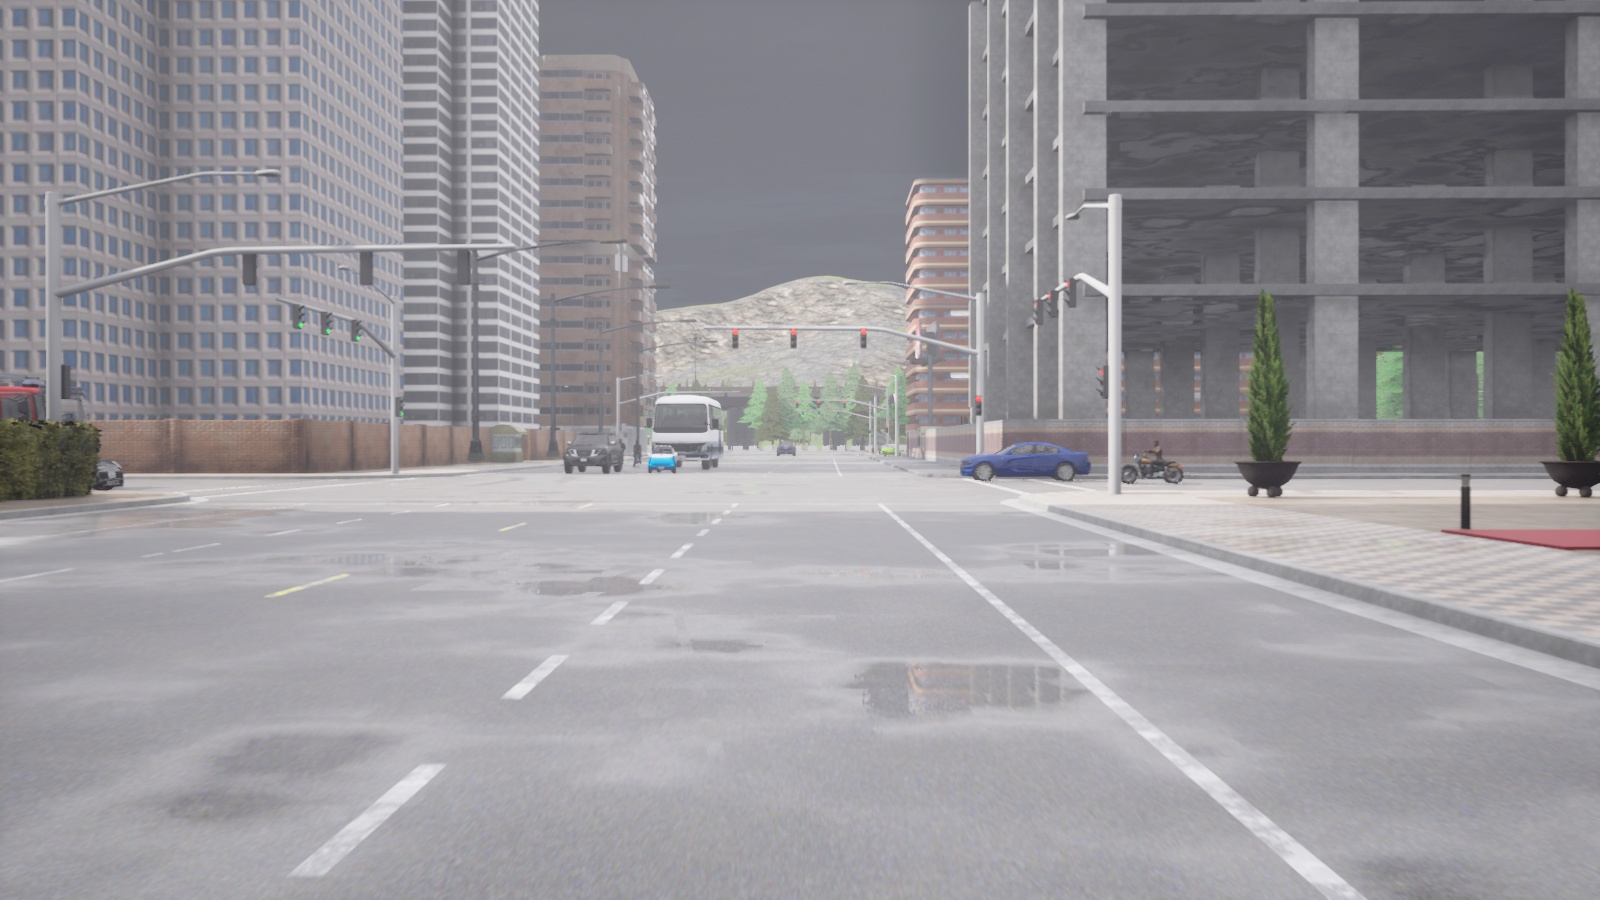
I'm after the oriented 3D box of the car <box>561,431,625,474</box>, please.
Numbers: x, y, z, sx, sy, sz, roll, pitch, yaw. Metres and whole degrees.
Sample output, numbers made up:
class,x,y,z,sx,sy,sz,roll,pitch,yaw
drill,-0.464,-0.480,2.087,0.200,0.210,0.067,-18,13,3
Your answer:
class,x,y,z,sx,sy,sz,roll,pitch,yaw
car,-10.290,0.104,62.737,2.150,2.045,5.566,0,0,1

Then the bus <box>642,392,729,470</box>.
class,x,y,z,sx,sy,sz,roll,pitch,yaw
bus,-6.556,-1.052,73.877,3.944,4.253,10.273,0,0,1

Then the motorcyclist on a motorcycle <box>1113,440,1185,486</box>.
class,x,y,z,sx,sy,sz,roll,pitch,yaw
motorcyclist on a motorcycle,12.422,0.455,44.732,2.350,1.649,0.766,0,0,1

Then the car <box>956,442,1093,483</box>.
class,x,y,z,sx,sy,sz,roll,pitch,yaw
car,8.600,0.458,48.412,5.008,1.535,1.882,0,0,4

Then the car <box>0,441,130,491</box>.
class,x,y,z,sx,sy,sz,roll,pitch,yaw
car,-22.798,0.478,38.163,3.806,1.475,1.970,0,0,1

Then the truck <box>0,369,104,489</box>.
class,x,y,z,sx,sy,sz,roll,pitch,yaw
truck,-28.146,-0.676,41.722,8.468,3.827,2.891,0,0,1

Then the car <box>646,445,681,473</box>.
class,x,y,z,sx,sy,sz,roll,pitch,yaw
car,-6.794,0.443,62.565,1.481,1.376,2.207,0,0,1
